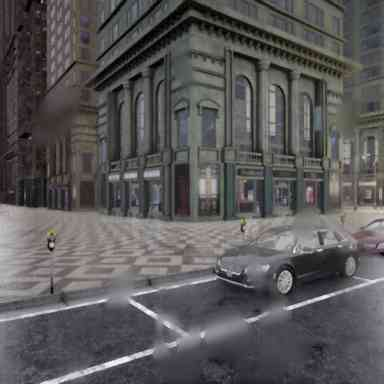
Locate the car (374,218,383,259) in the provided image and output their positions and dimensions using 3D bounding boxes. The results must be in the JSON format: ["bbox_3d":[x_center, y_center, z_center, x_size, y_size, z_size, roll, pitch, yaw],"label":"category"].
[{"bbox_3d":[7.000,1.581,11.620,4.206,1.307,1.802,0,0,-35],"label":"car"}]

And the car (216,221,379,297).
[{"bbox_3d":[2.588,1.550,8.484,4.403,1.369,2.008,0,0,-35],"label":"car"}]
